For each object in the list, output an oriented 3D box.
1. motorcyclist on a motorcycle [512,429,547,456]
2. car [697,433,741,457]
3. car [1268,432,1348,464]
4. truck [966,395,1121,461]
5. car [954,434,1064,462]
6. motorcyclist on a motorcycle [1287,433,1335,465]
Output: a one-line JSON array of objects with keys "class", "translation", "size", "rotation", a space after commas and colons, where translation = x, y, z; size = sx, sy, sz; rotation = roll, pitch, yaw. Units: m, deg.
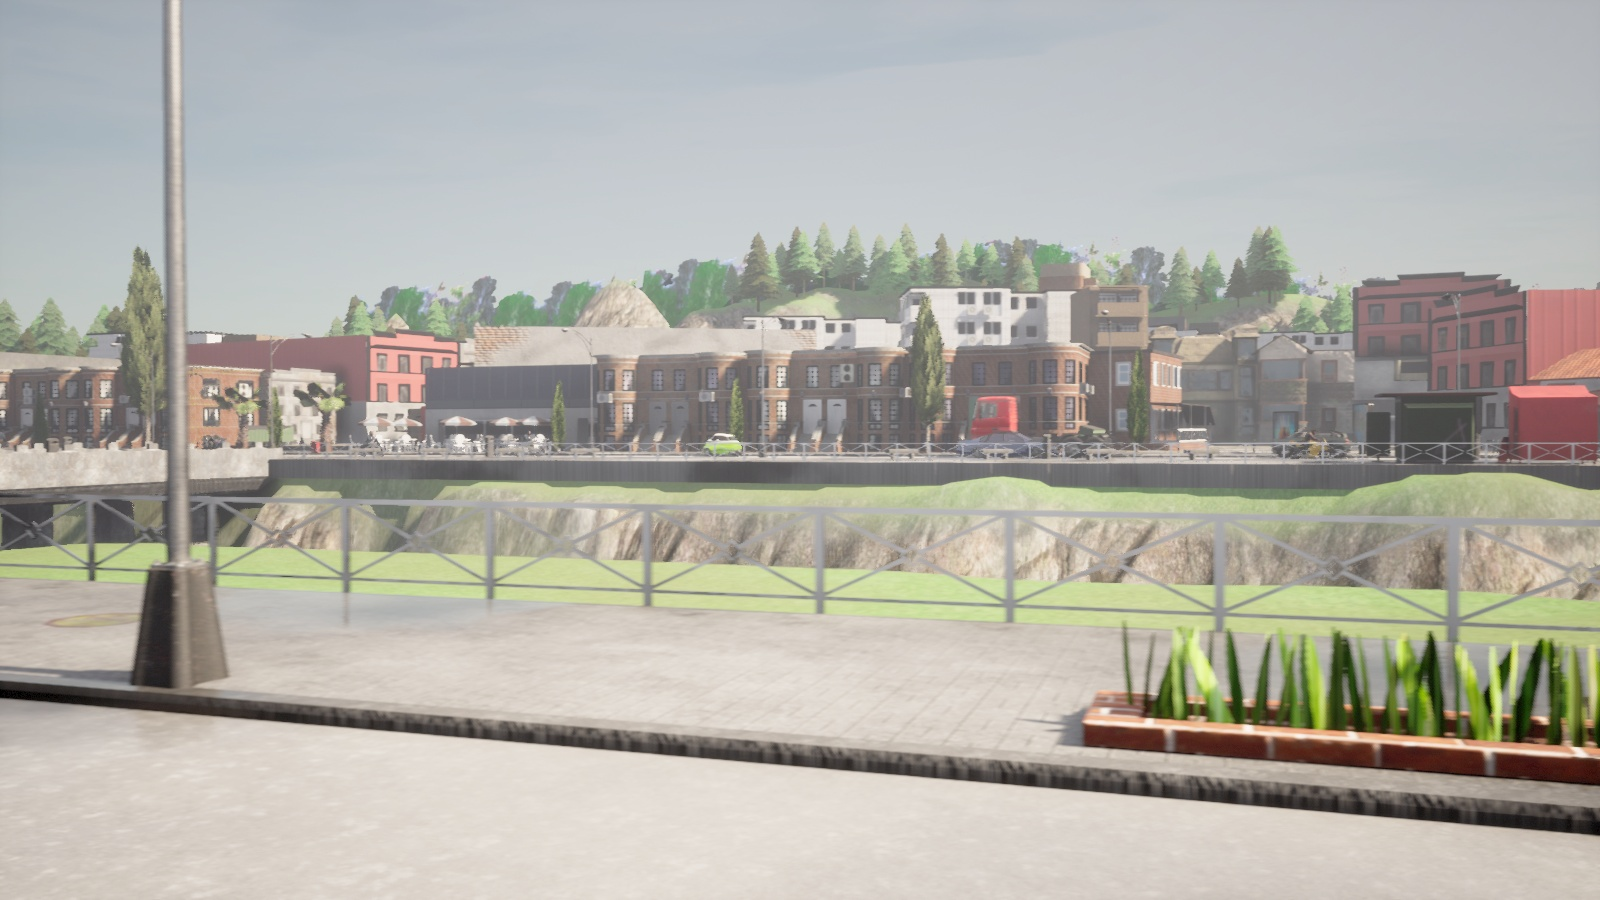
[{"class": "motorcyclist on a motorcycle", "translation": [-15.979, -0.460, 74.154], "size": [1.817, 1.590, 0.866], "rotation": [1, 1, 19]}, {"class": "car", "translation": [-4.783, -0.326, 74.616], "size": [2.207, 1.376, 1.481], "rotation": [1, 1, 19]}, {"class": "car", "translation": [25.964, -0.127, 64.300], "size": [3.705, 1.549, 1.789], "rotation": [1, 1, 19]}, {"class": "truck", "translation": [13.290, -1.201, 68.540], "size": [7.936, 3.462, 2.891], "rotation": [1, 1, 19]}, {"class": "car", "translation": [10.831, -0.126, 65.161], "size": [5.357, 1.411, 2.033], "rotation": [1, 1, 19]}, {"class": "motorcyclist on a motorcycle", "translation": [24.620, -0.068, 60.531], "size": [2.044, 1.523, 0.797], "rotation": [1, 1, 19]}]
